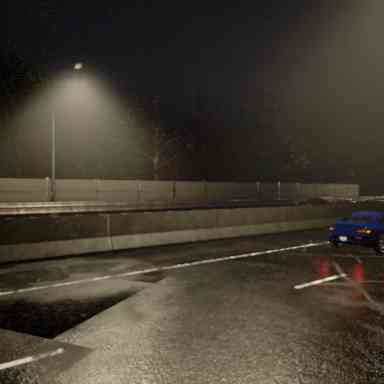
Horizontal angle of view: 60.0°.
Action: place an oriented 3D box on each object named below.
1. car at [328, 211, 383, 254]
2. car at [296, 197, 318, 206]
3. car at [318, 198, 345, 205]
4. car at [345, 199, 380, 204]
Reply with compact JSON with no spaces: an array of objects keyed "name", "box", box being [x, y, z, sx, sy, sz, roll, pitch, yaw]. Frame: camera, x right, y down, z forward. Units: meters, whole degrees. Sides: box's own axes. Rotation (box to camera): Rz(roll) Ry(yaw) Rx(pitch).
[{"name":"car","box":[7.297,1.488,13.245,4.674,1.442,1.812,0,0,-35]},{"name":"car","box":[14.675,1.401,40.185,5.008,1.535,1.882,0,0,-35]},{"name":"car","box":[16.504,1.489,37.193,4.181,1.385,1.994,0,0,-35]},{"name":"car","box":[17.919,1.490,33.909,4.181,1.385,1.994,0,0,-35]}]
